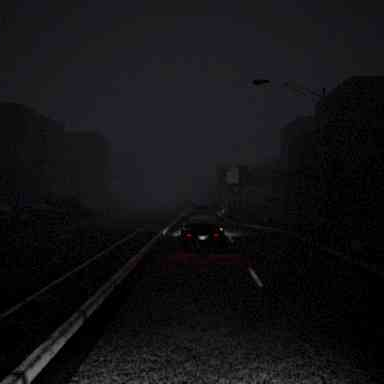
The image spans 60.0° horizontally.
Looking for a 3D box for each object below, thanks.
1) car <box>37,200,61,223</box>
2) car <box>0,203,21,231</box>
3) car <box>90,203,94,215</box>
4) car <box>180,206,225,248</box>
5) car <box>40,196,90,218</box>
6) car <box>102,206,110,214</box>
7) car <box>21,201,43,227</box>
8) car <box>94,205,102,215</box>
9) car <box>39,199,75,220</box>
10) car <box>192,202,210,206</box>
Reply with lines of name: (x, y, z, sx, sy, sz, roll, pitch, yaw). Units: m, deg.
car: (-12.559, 1.540, 24.007, 5.008, 1.535, 2.097, 0, -1, 1)
car: (-12.673, 1.484, 18.496, 4.892, 1.521, 2.231, 0, 0, 1)
car: (-12.378, 1.529, 32.273, 4.553, 1.767, 2.185, 0, -1, 1)
car: (0.470, 1.572, 14.967, 1.812, 1.442, 4.674, 0, 0, 2)
car: (-12.489, 1.362, 29.522, 5.566, 2.045, 2.435, 0, -1, 1)
car: (-12.122, 1.747, 37.780, 5.366, 1.575, 1.946, 0, -1, 1)
car: (-12.621, 1.511, 21.252, 4.892, 1.521, 2.231, 0, -1, 1)
car: (-12.363, 1.740, 35.026, 4.674, 1.452, 2.002, 0, -1, 1)
car: (-12.517, 1.575, 26.763, 5.008, 1.535, 2.097, 0, -1, 1)
car: (1.009, 1.744, 33.034, 1.882, 1.535, 5.008, 0, -1, 2)
